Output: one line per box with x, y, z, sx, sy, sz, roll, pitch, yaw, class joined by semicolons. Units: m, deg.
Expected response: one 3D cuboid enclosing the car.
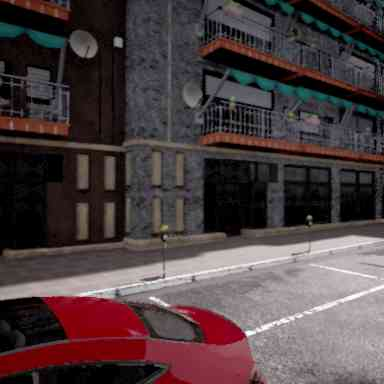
-1.524;1.526;1.968;4.674;1.442;1.812;0;0;-36;car
